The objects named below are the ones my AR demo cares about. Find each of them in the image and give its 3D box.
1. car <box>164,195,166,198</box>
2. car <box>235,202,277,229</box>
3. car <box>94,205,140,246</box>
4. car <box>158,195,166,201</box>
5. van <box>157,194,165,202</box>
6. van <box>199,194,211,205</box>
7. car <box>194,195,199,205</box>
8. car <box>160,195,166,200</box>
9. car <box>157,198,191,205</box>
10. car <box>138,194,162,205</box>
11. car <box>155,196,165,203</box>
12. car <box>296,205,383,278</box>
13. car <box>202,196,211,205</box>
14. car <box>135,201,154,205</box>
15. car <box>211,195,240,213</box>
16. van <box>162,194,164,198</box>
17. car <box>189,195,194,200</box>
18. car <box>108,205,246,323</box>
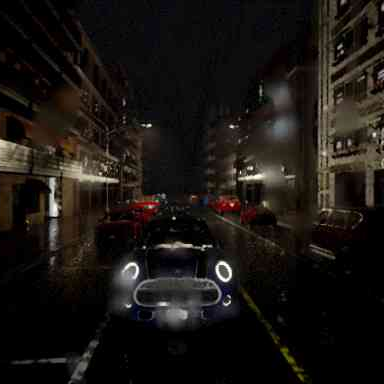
[{"bbox_3d":[-6.088,1.409,60.555,1.967,1.590,4.097,-1,0,-4],"label":"car"},{"bbox_3d":[4.219,1.569,21.465,1.802,1.307,4.206,-1,0,-4],"label":"car"},{"bbox_3d":[-3.304,1.536,15.430,1.887,1.381,4.507,-1,0,-4],"label":"car"},{"bbox_3d":[-7.477,1.524,83.117,1.947,1.339,4.313,-1,0,-4],"label":"car"},{"bbox_3d":[-7.132,1.302,77.477,1.690,1.788,3.998,-1,0,-4],"label":"van"},{"bbox_3d":[2.473,1.314,49.733,1.690,1.788,3.998,-1,0,-4],"label":"van"},{"bbox_3d":[2.124,1.285,55.387,2.192,1.841,5.009,-1,0,-4],"label":"car"},{"bbox_3d":[-8.163,1.478,94.229,1.752,1.417,4.829,-1,0,-4],"label":"car"},{"bbox_3d":[-1.176,1.465,22.814,1.882,1.535,5.008,0,0,-3],"label":"car"},{"bbox_3d":[-4.350,1.298,32.351,2.192,1.841,5.009,-1,0,-4],"label":"car"},{"bbox_3d":[-6.782,1.514,71.836,2.008,1.369,4.403,-1,0,-4],"label":"car"},{"bbox_3d":[4.913,1.308,10.158,2.192,1.841,5.009,-1,0,-4],"label":"car"},{"bbox_3d":[2.825,1.557,44.080,1.802,1.307,4.206,-1,0,-4],"label":"car"},{"bbox_3d":[-3.652,1.533,21.071,1.887,1.381,4.507,-1,0,-4],"label":"car"},{"bbox_3d":[3.519,1.296,32.772,2.192,1.841,5.009,-1,0,-4],"label":"car"},{"bbox_3d":[-5.393,1.315,49.274,1.690,1.788,3.998,-1,0,-4],"label":"van"},{"bbox_3d":[0.383,1.397,83.655,1.967,1.590,4.097,-1,0,-4],"label":"car"},{"bbox_3d":[-0.330,1.347,7.490,2.097,1.767,4.553,0,0,-3],"label":"car"}]
